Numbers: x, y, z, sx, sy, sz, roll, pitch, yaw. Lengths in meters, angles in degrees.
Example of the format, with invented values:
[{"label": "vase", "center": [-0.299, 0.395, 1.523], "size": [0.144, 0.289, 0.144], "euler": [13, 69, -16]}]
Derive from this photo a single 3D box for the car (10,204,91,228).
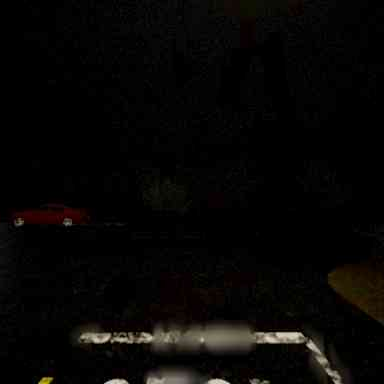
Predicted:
[{"label": "car", "center": [-9.294, 1.526, 21.947], "size": [5.008, 1.535, 1.882], "euler": [0, 0, -2]}]
